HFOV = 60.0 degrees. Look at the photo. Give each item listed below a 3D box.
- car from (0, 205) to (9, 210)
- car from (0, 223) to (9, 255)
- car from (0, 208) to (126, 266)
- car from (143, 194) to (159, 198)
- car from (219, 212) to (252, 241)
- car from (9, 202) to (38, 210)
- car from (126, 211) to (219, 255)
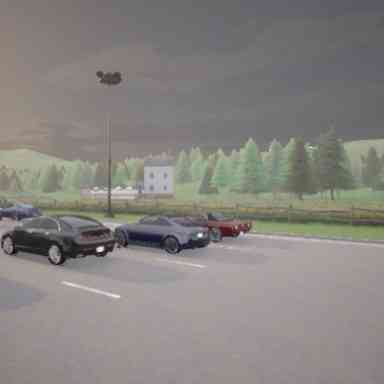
[{"bbox_3d":[-15.191,1.544,23.416,4.892,1.490,1.837,0,0,36],"label":"car"},{"bbox_3d":[-7.121,1.580,9.062,4.181,1.385,1.994,0,0,36],"label":"car"},{"bbox_3d":[-4.811,1.521,11.713,4.892,1.490,1.837,0,0,36],"label":"car"},{"bbox_3d":[-11.307,1.302,91.318,4.605,1.855,1.932,0,0,35],"label":"car"},{"bbox_3d":[0.464,1.614,16.548,4.718,1.301,1.895,0,0,36],"label":"car"},{"bbox_3d":[-13.940,1.566,26.824,4.674,1.442,1.812,0,0,36],"label":"car"},{"bbox_3d":[-1.332,1.577,13.527,4.181,1.385,1.994,0,0,36],"label":"car"}]
